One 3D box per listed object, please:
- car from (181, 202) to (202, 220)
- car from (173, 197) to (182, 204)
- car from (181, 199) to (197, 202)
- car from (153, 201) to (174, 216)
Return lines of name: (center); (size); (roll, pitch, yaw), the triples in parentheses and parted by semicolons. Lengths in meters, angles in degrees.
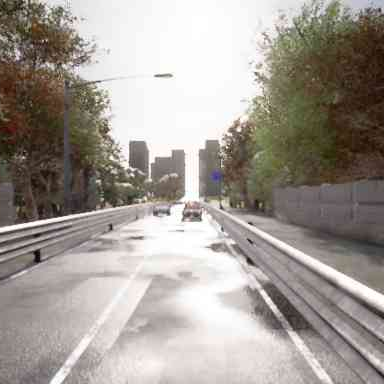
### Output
car: (0.008, 1.909, 31.915); (1.895, 1.301, 4.718); (0, -1, 0)
car: (-3.259, 2.239, 78.880); (2.150, 2.045, 5.566); (0, -2, 0)
car: (0.039, 1.888, 44.924); (2.097, 1.767, 4.553); (0, -1, 1)
car: (-3.348, 1.928, 37.770); (1.812, 1.442, 4.674); (0, -1, 0)
